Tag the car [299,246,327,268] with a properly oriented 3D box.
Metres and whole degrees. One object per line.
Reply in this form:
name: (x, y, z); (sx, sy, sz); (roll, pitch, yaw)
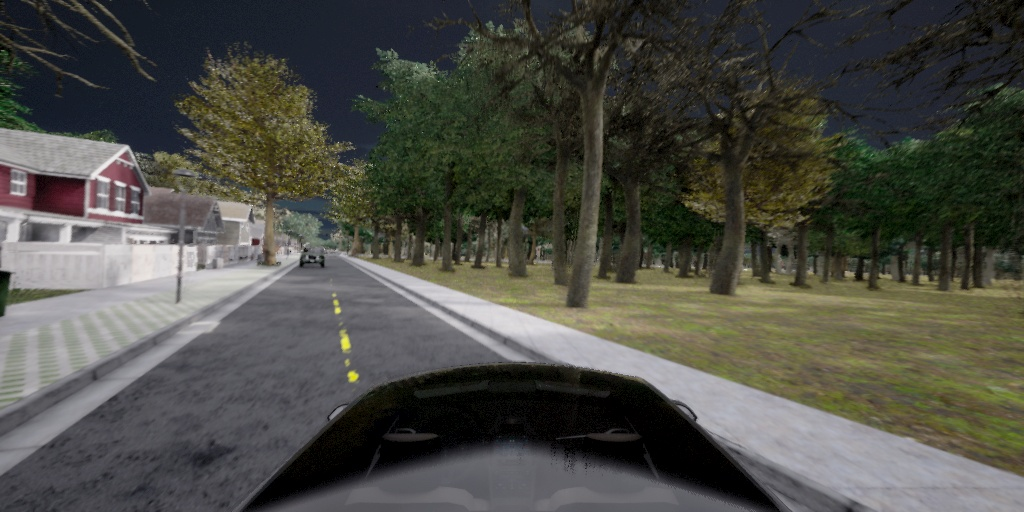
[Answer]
car: (-19.897, 0.040, 35.902); (2.150, 2.045, 5.566); (3, 0, -28)
